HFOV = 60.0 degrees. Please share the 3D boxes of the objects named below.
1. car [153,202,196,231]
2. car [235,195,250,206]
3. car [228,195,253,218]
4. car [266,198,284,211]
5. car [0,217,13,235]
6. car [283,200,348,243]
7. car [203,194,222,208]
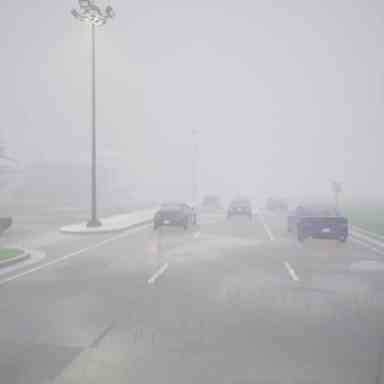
[{"bbox_3d":[-0.909,1.310,19.046,1.812,1.442,4.674,0,1,9],"label":"car"},{"bbox_3d":[6.867,1.093,45.291,1.895,1.301,4.718,0,1,9],"label":"car"},{"bbox_3d":[3.814,1.251,26.407,2.033,1.411,5.357,0,1,9],"label":"car"},{"bbox_3d":[8.562,1.222,33.890,1.895,1.301,4.718,0,1,9],"label":"car"},{"bbox_3d":[-10.048,1.437,14.136,1.895,1.301,4.718,0,1,10],"label":"car"},{"bbox_3d":[5.593,1.306,15.309,1.882,1.535,5.008,0,1,9],"label":"car"},{"bbox_3d":[2.375,1.060,39.463,1.837,1.490,4.892,0,0,9],"label":"car"}]
